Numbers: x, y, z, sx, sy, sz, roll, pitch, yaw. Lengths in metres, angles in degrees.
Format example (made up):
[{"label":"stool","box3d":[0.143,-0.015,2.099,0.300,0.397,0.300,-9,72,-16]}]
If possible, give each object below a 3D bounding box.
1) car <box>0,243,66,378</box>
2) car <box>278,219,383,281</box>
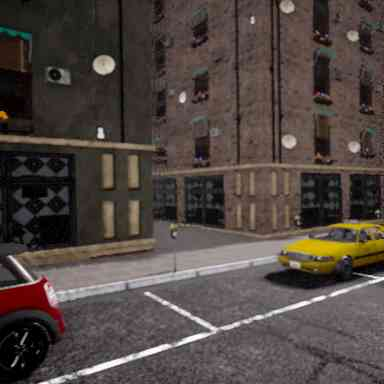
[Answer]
[{"label":"car","box3d":[-3.784,1.441,3.882,4.097,1.590,1.967,0,-1,-35]},{"label":"car","box3d":[4.577,1.517,9.817,4.829,1.417,1.752,0,-1,-35]}]
